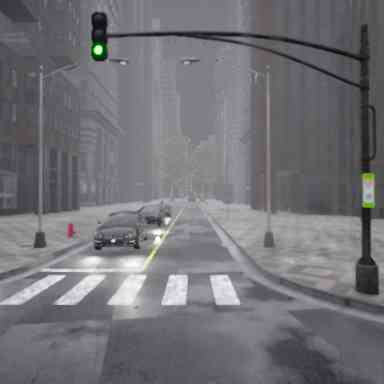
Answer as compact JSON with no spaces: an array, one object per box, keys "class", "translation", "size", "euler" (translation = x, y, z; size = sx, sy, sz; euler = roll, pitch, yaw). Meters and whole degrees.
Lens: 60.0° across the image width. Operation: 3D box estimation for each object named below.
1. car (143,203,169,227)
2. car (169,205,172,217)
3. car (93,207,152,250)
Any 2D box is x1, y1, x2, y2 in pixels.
[{"class":"car","translation":[-3.121,1.737,25.429],"size":[1.882,1.535,5.008],"euler":[0,-1,0]},{"class":"car","translation":[-3.120,1.906,35.759],"size":[2.033,1.411,5.357],"euler":[0,-1,0]},{"class":"car","translation":[-3.123,1.665,15.342],"size":[1.837,1.490,4.892],"euler":[0,-1,-2]}]
